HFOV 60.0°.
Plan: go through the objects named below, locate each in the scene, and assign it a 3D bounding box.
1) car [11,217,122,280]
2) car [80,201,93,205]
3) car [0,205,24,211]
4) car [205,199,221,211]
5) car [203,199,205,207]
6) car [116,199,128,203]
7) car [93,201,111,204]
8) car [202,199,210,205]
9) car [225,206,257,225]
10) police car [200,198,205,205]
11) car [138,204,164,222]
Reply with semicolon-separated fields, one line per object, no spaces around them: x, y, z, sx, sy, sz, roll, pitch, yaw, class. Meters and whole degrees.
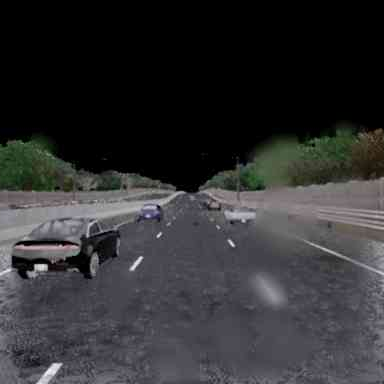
-3.396;1.495;9.908;2.128;1.511;4.902;0;0;0;car
-20.973;2.438;67.276;2.033;1.411;5.357;0;-1;0;car
-14.088;1.698;25.028;2.033;1.411;5.357;0;-1;0;car
3.521;2.098;52.888;2.033;1.649;4.856;0;-1;0;car
3.526;2.381;63.886;1.812;1.442;4.674;0;-1;0;car
-13.977;2.244;66.505;2.097;1.767;4.553;0;-1;0;car
-17.474;2.429;66.453;2.033;1.411;5.357;0;-1;0;car
3.535;2.677;85.890;1.837;1.490;4.892;0;-1;0;car
3.610;1.758;25.445;1.895;1.301;4.718;0;-1;0;car
3.530;2.445;74.999;1.930;1.638;5.238;0;-1;0;police car
-3.389;1.725;28.006;1.812;1.442;4.674;0;-1;0;car
